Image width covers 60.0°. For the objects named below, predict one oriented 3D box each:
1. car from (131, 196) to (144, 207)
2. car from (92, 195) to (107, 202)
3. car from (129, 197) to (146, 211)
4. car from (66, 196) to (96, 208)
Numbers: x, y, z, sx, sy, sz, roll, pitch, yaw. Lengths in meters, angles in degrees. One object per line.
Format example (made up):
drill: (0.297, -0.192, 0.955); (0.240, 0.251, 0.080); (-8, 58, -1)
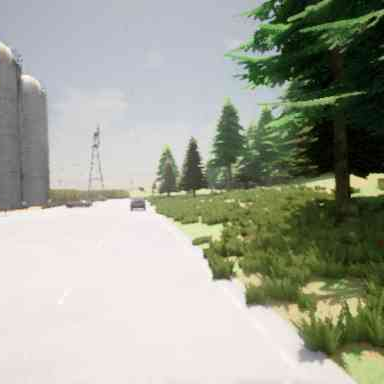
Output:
car: (-8.631, 1.456, 52.520); (1.882, 1.535, 5.008); (-2, 0, -9)
car: (-23.912, 1.768, 85.531); (3.988, 1.617, 1.851); (-2, 0, -10)
car: (-6.668, 1.472, 41.078); (2.128, 1.511, 4.902); (-2, 0, -9)
car: (-17.941, 1.827, 53.064); (4.181, 1.381, 1.994); (-2, 0, -10)
